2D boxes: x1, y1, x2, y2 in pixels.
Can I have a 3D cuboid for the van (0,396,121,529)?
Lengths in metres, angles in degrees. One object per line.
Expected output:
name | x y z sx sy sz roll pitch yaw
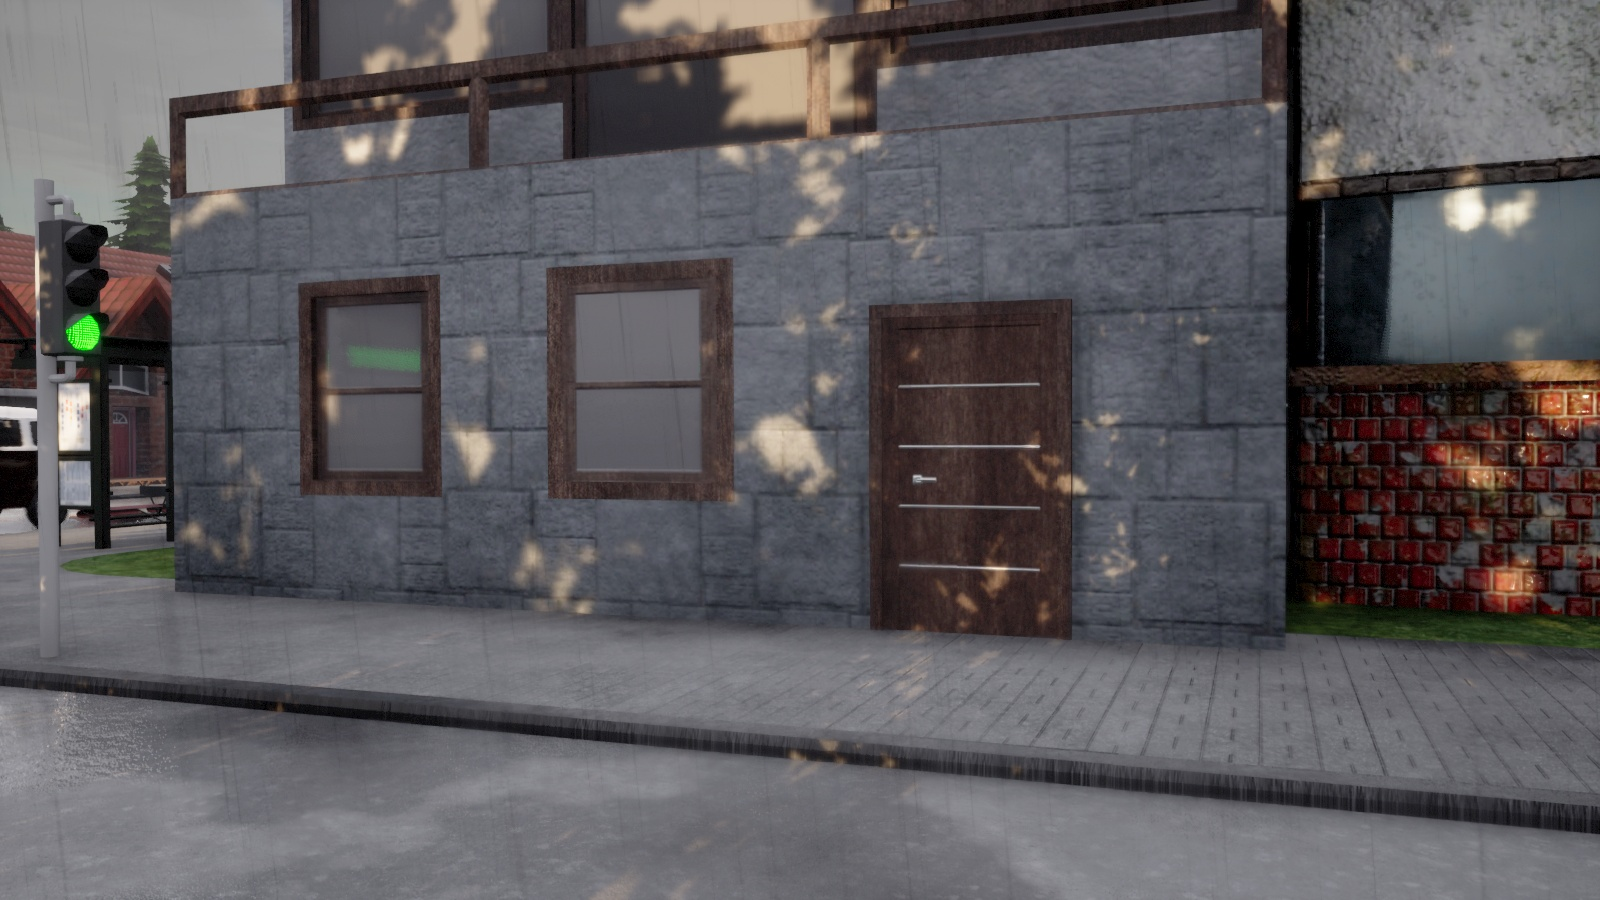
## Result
van | -13.253 0.187 19.562 2.069 2.038 4.480 1 1 19
